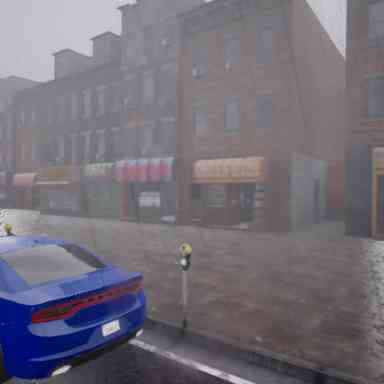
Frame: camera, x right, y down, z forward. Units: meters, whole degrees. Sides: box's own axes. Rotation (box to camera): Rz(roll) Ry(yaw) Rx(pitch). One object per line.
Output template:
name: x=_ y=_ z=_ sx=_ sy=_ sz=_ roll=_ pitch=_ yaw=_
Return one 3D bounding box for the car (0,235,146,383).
car: x=-2.979 y=1.451 z=5.398 sx=5.008 sy=1.535 sz=1.882 roll=0 pitch=0 yaw=35
